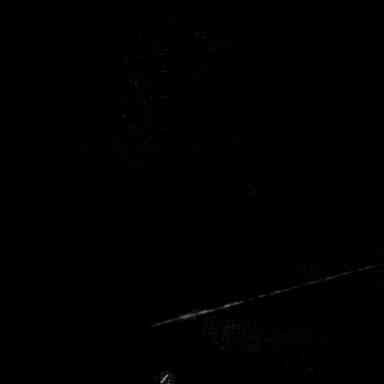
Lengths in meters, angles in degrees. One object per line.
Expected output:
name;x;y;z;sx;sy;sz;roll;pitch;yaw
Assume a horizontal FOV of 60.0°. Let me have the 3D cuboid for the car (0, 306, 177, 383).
car;-2.411;1.482;2.026;5.008;1.535;1.882;0;0;-36
